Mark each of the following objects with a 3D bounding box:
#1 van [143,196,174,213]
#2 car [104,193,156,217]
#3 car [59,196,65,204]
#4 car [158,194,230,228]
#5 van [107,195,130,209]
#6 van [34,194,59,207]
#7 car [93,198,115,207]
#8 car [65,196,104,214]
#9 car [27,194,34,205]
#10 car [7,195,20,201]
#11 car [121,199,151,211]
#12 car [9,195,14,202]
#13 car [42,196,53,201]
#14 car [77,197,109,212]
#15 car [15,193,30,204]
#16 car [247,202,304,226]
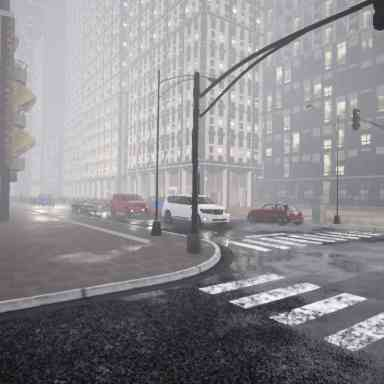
[{"bbox_3d":[-3.891,1.382,37.790,1.690,1.788,3.998,1,-1,-35],"label":"van"},{"bbox_3d":[-5.688,1.155,30.297,2.150,2.045,5.566,1,-1,-35],"label":"car"},{"bbox_3d":[-23.998,1.433,61.815,1.882,1.535,5.008,1,-1,-35],"label":"car"},{"bbox_3d":[0.084,1.170,22.104,2.150,2.045,5.566,1,-1,-35],"label":"car"},{"bbox_3d":[-10.399,1.368,47.024,1.690,1.788,3.998,1,-1,-35],"label":"van"},{"bbox_3d":[-20.502,1.197,46.813,1.690,1.788,3.998,1,-1,-35],"label":"van"},{"bbox_3d":[-13.658,1.586,51.638,1.947,1.339,4.313,1,-1,-35],"label":"car"},{"bbox_3d":[-10.743,1.426,32.960,2.008,1.369,4.403,1,-1,-35],"label":"car"},{"bbox_3d":[-23.760,1.432,51.428,1.802,1.307,4.206,1,-1,-35],"label":"car"},{"bbox_3d":[-40.031,1.377,74.513,2.008,1.369,4.403,1,-1,-35],"label":"car"},{"bbox_3d":[-7.148,1.584,42.404,2.008,1.369,4.403,1,-1,-35],"label":"car"},{"bbox_3d":[-36.777,1.396,69.896,1.947,1.339,4.313,1,-1,-35],"label":"car"},{"bbox_3d":[-36.438,1.569,83.956,1.802,1.307,4.206,1,-1,-35],"label":"car"},{"bbox_3d":[-11.531,1.412,38.597,2.128,1.511,4.902,1,-1,-35],"label":"car"},{"bbox_3d":[-30.265,1.154,60.664,2.192,1.841,5.009,1,-1,-35],"label":"car"},{"bbox_3d":[5.871,1.505,23.938,1.967,1.590,4.097,1,-1,-35],"label":"car"}]
